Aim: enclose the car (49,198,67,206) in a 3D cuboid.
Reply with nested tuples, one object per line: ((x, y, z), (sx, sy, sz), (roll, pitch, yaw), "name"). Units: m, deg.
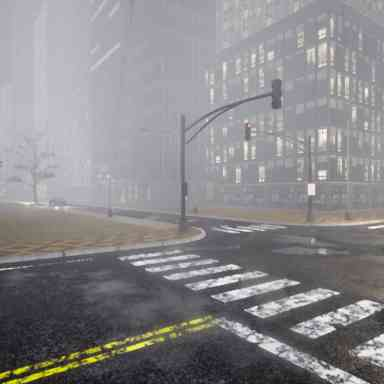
((-21.844, 1.606, 54.132), (1.895, 1.301, 4.718), (0, 0, -35), "car")
